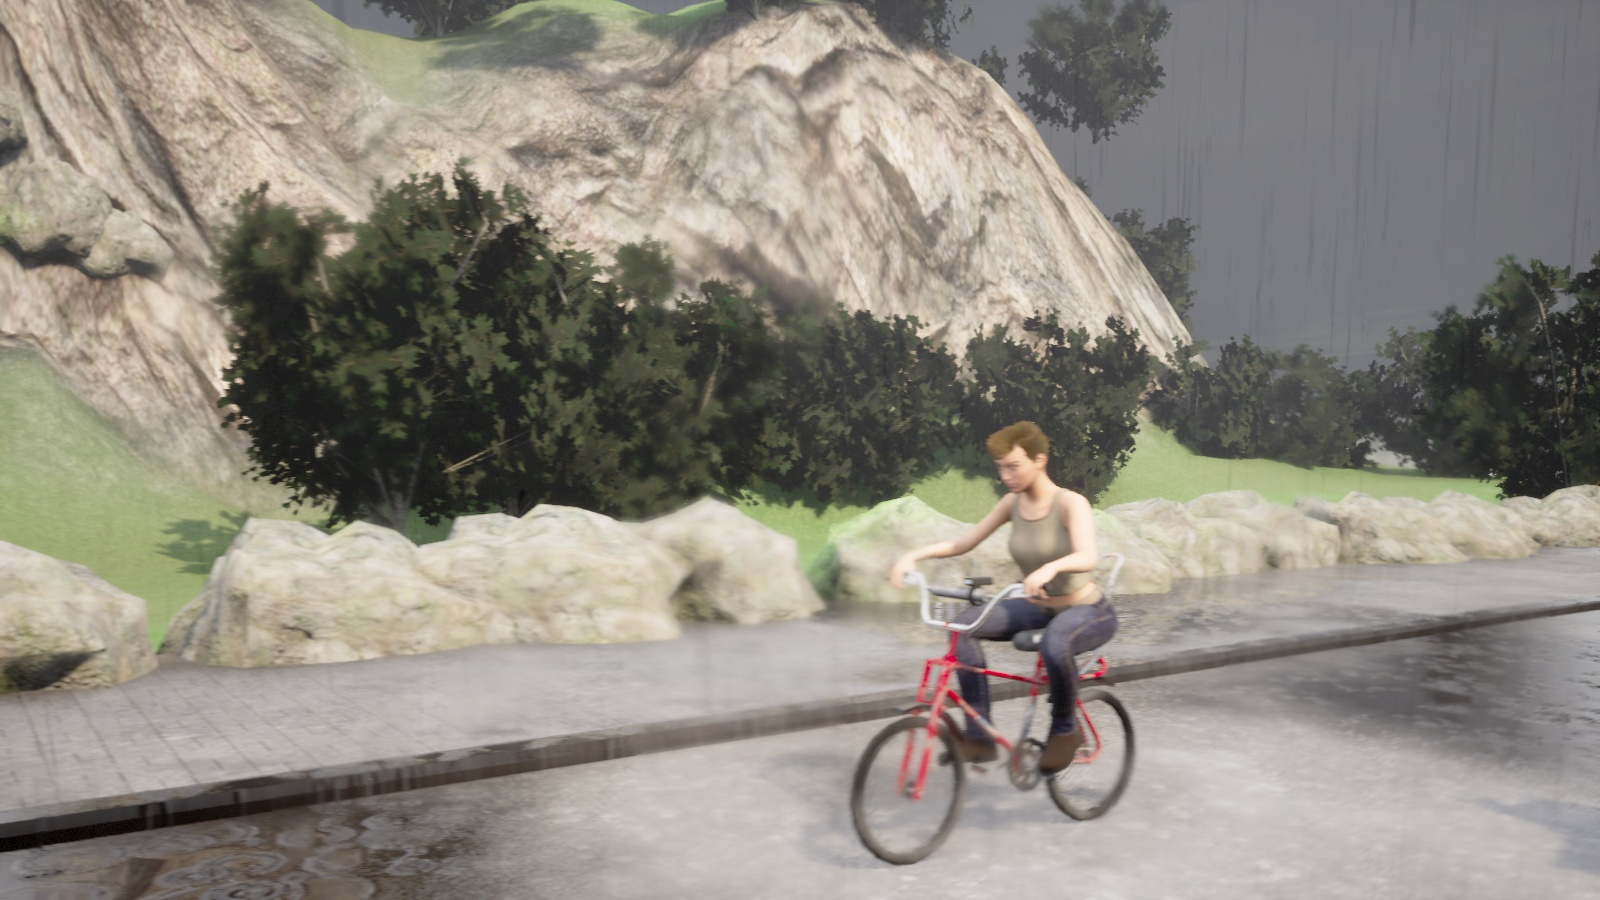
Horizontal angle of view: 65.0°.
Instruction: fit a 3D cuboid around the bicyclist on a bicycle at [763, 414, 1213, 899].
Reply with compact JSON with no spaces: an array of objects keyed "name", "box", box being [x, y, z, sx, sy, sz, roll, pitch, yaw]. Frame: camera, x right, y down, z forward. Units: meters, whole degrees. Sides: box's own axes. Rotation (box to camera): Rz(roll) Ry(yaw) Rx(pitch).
[{"name":"bicyclist on a bicycle","box":[0.730,0.691,4.782,1.509,1.612,0.866,0,0,-35]}]
